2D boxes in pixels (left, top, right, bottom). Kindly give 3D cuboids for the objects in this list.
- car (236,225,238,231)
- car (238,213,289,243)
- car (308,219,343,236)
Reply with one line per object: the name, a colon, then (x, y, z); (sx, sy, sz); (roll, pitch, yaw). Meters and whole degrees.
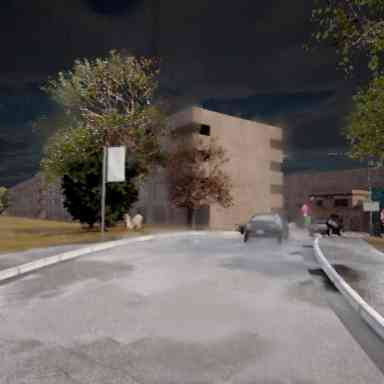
car: (5.613, 2.835, 27.695); (2.033, 1.411, 5.357); (-3, -7, 35)
car: (3.957, 1.817, 17.400); (1.812, 1.442, 4.674); (-1, -4, 21)
car: (12.356, 3.304, 30.650); (2.128, 1.511, 4.902); (-3, -8, 41)
